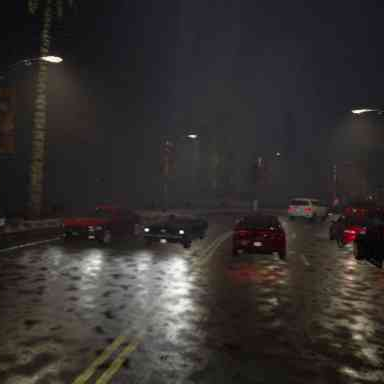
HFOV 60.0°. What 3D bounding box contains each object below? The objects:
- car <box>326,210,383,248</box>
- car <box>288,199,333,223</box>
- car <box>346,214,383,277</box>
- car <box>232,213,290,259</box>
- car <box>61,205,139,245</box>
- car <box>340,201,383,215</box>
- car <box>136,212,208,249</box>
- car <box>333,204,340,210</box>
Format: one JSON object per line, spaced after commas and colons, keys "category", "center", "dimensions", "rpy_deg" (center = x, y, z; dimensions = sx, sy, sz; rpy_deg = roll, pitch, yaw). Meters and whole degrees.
{"category": "car", "center": [7.799, 1.835, 15.926], "dimensions": [1.812, 1.442, 4.674], "rpy_deg": [2, 0, 15]}
{"category": "car", "center": [10.915, 1.681, 31.008], "dimensions": [2.150, 2.045, 5.566], "rpy_deg": [1, -1, 39]}
{"category": "car", "center": [6.611, 1.730, 10.480], "dimensions": [1.882, 1.535, 5.008], "rpy_deg": [2, 0, 12]}
{"category": "car", "center": [2.761, 1.612, 13.510], "dimensions": [1.882, 1.535, 5.008], "rpy_deg": [2, 0, 13]}
{"category": "car", "center": [-3.995, 1.396, 15.520], "dimensions": [1.882, 1.535, 5.008], "rpy_deg": [2, 0, 14]}
{"category": "car", "center": [17.011, 1.887, 32.418], "dimensions": [5.566, 2.045, 2.150], "rpy_deg": [2, 0, -41]}
{"category": "car", "center": [-0.596, 1.630, 15.141], "dimensions": [1.895, 1.301, 4.718], "rpy_deg": [2, 0, 14]}
{"category": "car", "center": [21.420, 2.408, 47.779], "dimensions": [5.357, 1.411, 2.033], "rpy_deg": [2, 0, -24]}
